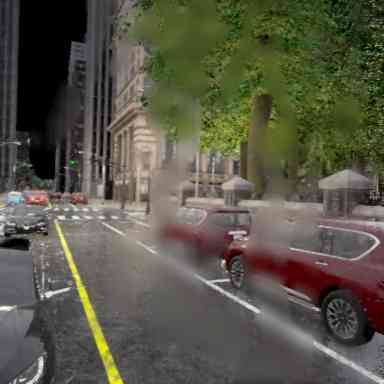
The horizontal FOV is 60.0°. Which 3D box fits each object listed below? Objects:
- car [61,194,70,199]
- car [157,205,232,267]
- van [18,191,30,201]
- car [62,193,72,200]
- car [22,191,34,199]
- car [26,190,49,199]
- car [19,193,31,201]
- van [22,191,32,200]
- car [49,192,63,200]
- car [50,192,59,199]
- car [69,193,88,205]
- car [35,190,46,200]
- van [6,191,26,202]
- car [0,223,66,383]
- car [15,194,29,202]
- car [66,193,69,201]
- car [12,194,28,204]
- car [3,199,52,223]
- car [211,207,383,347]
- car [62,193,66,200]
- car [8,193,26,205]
[{"bbox_3d":[-32.661,1.105,85.919,1.802,1.307,4.206,2,0,-24],"label":"car"},{"bbox_3d":[0.342,1.367,11.696,2.192,1.841,5.009,2,0,-24],"label":"car"},{"bbox_3d":[-31.599,0.784,62.564,1.690,1.788,3.998,2,0,-24],"label":"van"},{"bbox_3d":[-30.447,0.996,80.948,1.967,1.590,4.097,2,0,-24],"label":"car"},{"bbox_3d":[-38.229,0.662,77.480,2.192,1.841,5.009,2,0,-24],"label":"car"},{"bbox_3d":[-20.686,0.857,44.614,2.150,2.045,5.566,1,0,-24],"label":"car"},{"bbox_3d":[-33.815,0.956,67.535,1.887,1.381,4.507,2,0,-24],"label":"car"},{"bbox_3d":[-36.020,0.720,72.508,1.690,1.788,3.998,2,0,-24],"label":"van"},{"bbox_3d":[-29.930,1.006,72.981,1.882,1.535,5.008,2,0,-24],"label":"car"},{"bbox_3d":[-34.161,0.873,82.503,1.882,1.535,5.008,2,0,-24],"label":"car"},{"bbox_3d":[-17.183,1.066,51.119,2.192,1.841,5.009,2,0,-24],"label":"car"},{"bbox_3d":[-33.510,0.594,73.671,2.150,2.045,5.566,2,0,-24],"label":"car"},{"bbox_3d":[-22.758,0.917,42.676,1.690,1.788,3.998,2,0,-24],"label":"van"},{"bbox_3d":[-2.846,1.451,4.425,1.837,1.490,4.892,2,0,-24],"label":"car"},{"bbox_3d":[-29.394,1.041,57.590,1.947,1.339,4.313,2,0,-24],"label":"car"},{"bbox_3d":[-19.394,1.032,56.091,2.192,1.841,5.009,2,0,-24],"label":"car"},{"bbox_3d":[-27.183,1.053,52.618,1.887,1.381,4.507,2,0,-24],"label":"car"},{"bbox_3d":[-8.383,1.352,17.126,1.837,1.490,4.892,2,0,-24],"label":"car"},{"bbox_3d":[2.585,1.406,6.647,2.192,1.841,5.009,2,0,-24],"label":"car"},{"bbox_3d":[-26.030,1.171,71.004,2.008,1.369,4.403,2,0,-24],"label":"car"},{"bbox_3d":[-24.970,0.982,47.647,1.967,1.590,4.097,2,0,-24],"label":"car"}]
